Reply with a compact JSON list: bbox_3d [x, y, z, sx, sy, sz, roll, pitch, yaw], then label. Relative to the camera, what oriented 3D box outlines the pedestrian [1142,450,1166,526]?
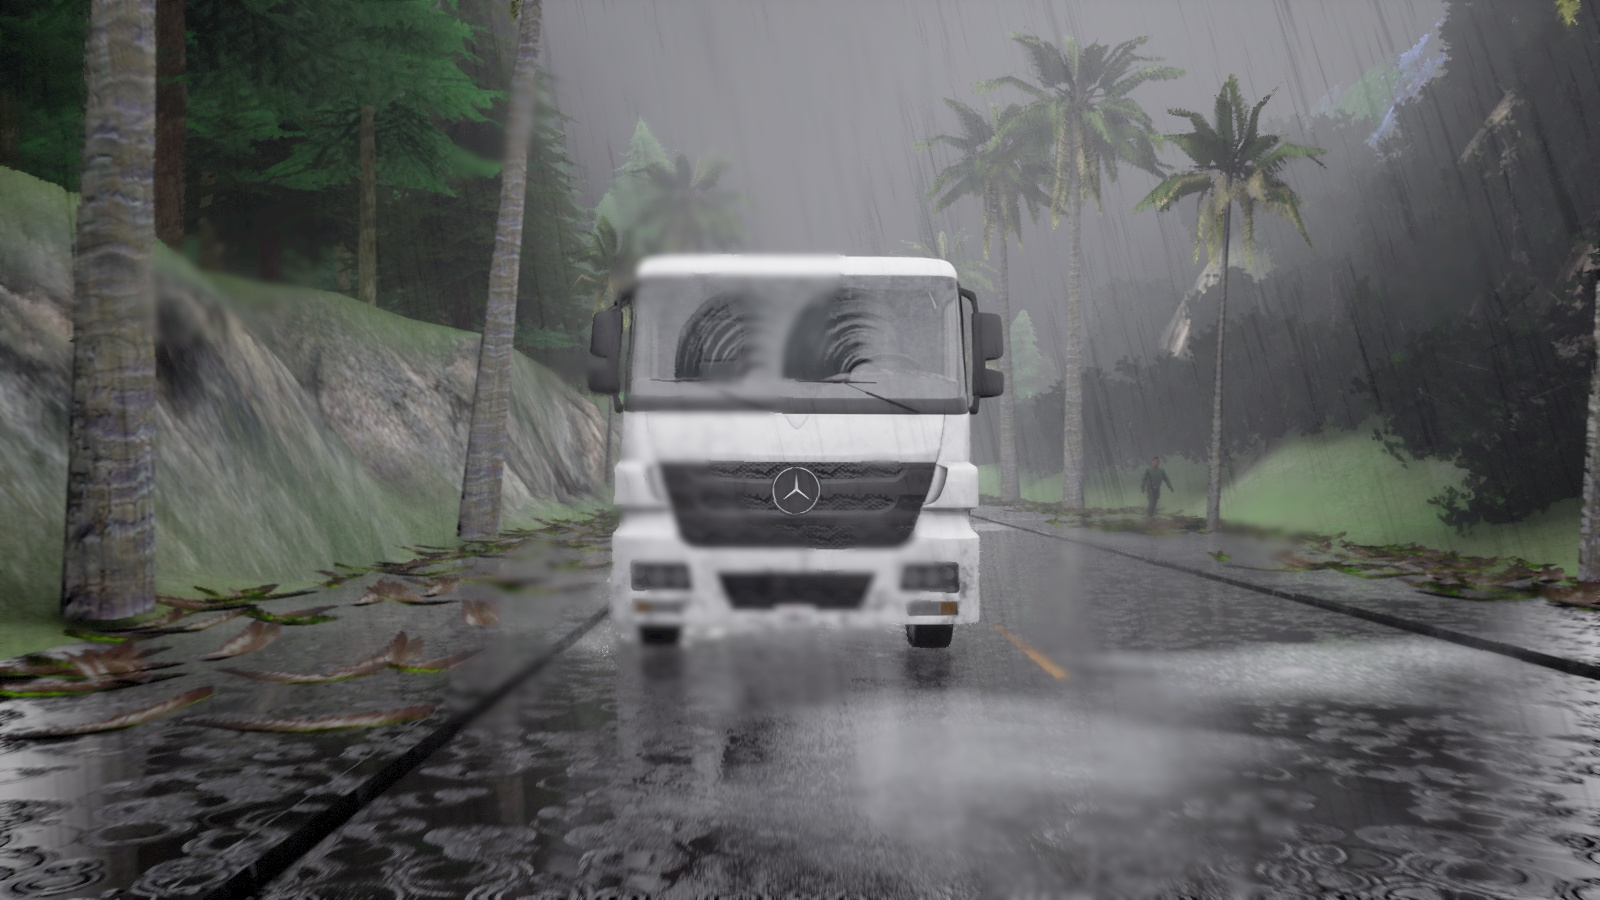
[{"bbox_3d":[9.229,0.982,32.751,0.423,1.949,0.788,0,-1,1],"label":"pedestrian"}]

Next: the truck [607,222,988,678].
[{"bbox_3d":[-0.033,0.060,13.542,2.891,3.462,7.936,0,-1,0],"label":"truck"}]
